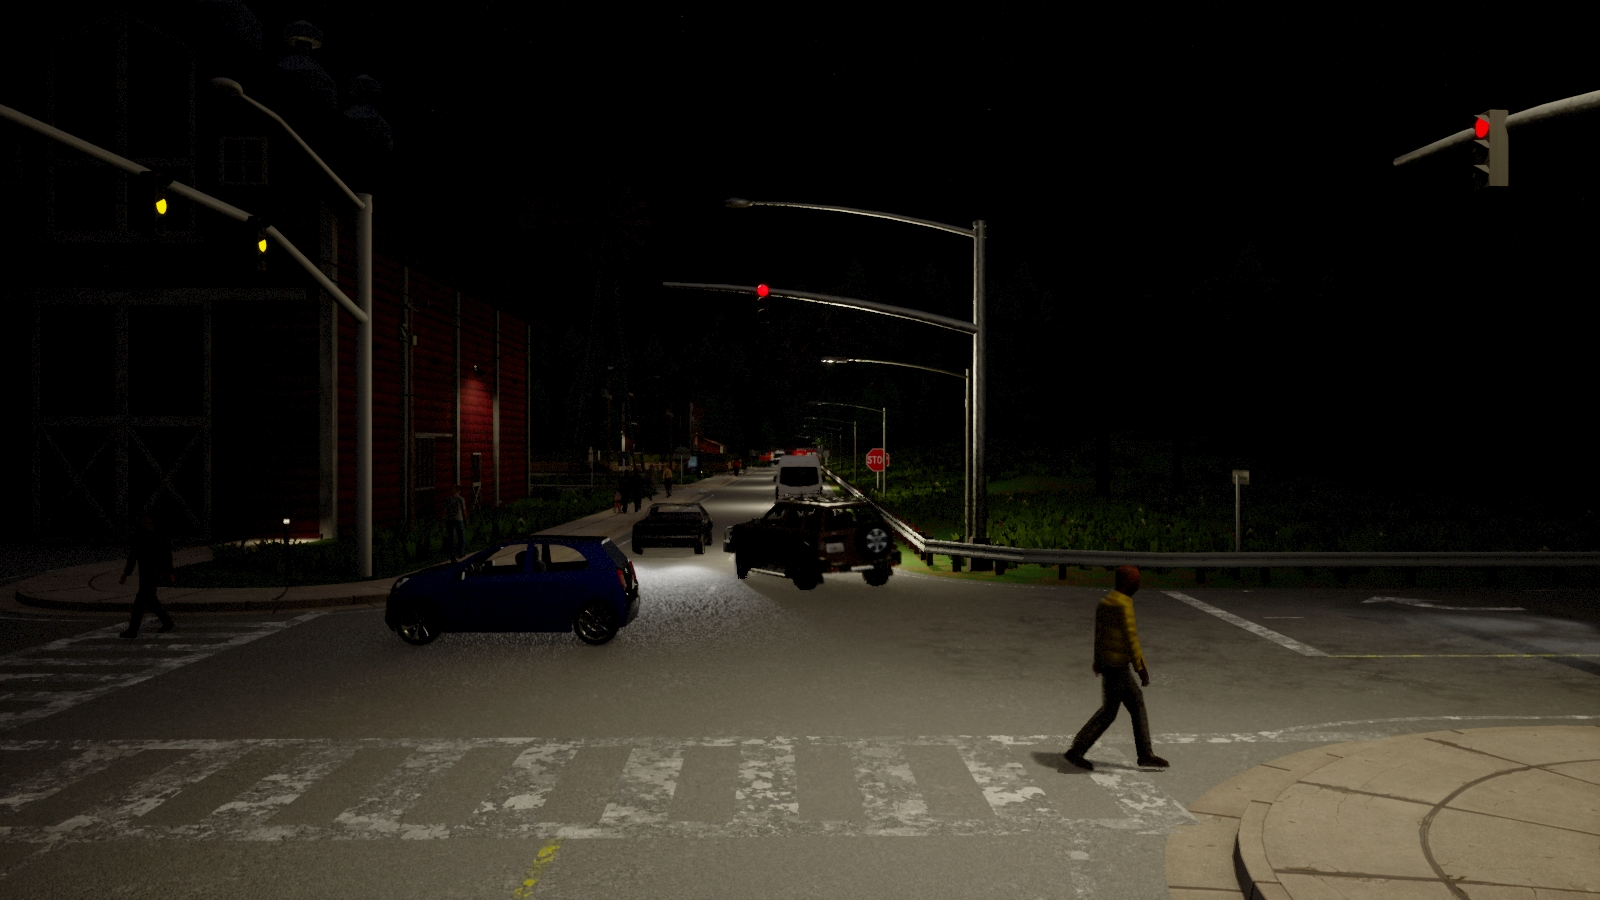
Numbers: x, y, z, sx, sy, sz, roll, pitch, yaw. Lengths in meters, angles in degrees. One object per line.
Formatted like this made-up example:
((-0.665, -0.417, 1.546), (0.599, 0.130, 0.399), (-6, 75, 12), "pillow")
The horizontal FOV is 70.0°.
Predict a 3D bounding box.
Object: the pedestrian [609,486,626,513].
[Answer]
((-7.584, 2.050, 47.428), (0.500, 1.100, 0.500), (0, 0, 33), "pedestrian")

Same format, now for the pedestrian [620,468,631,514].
((-7.150, 1.668, 46.835), (0.375, 1.860, 0.375), (0, 0, 5), "pedestrian")

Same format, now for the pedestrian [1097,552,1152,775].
((2.806, 1.833, 9.901), (0.375, 1.860, 0.375), (0, 0, 1), "pedestrian")

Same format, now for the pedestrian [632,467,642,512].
((-6.841, 1.666, 47.896), (0.375, 1.860, 0.375), (0, 0, 0), "pedestrian")

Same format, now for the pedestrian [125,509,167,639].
((-9.642, 1.812, 16.850), (0.375, 1.860, 0.375), (0, 0, 16), "pedestrian")

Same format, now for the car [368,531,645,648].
((-4.214, 2.011, 16.863), (3.633, 1.501, 1.845), (0, 0, -1), "car")

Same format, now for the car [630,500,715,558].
((-3.455, 2.136, 31.771), (1.895, 1.301, 4.718), (0, 0, 0), "car")

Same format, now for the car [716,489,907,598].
((0.114, 1.842, 23.983), (1.932, 1.855, 4.605), (-3, 1, -29), "car")

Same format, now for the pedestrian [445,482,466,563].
((-8.021, 1.678, 26.606), (0.375, 1.860, 0.375), (0, 0, 0), "pedestrian")
